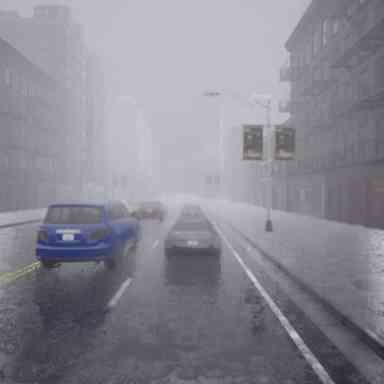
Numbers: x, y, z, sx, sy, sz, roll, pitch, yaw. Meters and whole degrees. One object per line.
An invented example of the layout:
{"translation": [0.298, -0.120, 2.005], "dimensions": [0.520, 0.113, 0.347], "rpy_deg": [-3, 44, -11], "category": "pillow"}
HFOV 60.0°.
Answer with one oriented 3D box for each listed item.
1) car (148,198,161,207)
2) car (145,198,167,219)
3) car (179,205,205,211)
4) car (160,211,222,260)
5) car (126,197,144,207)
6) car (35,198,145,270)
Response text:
{"translation": [-6.567, 1.746, 58.848], "dimensions": [1.812, 1.442, 4.674], "rpy_deg": [0, 0, 1], "category": "car"}
{"translation": [-3.218, 1.482, 27.459], "dimensions": [2.097, 1.767, 4.553], "rpy_deg": [0, 0, 0], "category": "car"}
{"translation": [0.014, 1.671, 25.420], "dimensions": [2.033, 1.411, 5.357], "rpy_deg": [0, 0, 0], "category": "car"}
{"translation": [0.042, 1.628, 12.787], "dimensions": [1.994, 1.385, 4.181], "rpy_deg": [0, 0, 0], "category": "car"}
{"translation": [-9.829, 1.708, 57.669], "dimensions": [2.128, 1.511, 4.902], "rpy_deg": [0, 0, 1], "category": "car"}
{"translation": [-3.222, 1.280, 11.399], "dimensions": [2.150, 2.045, 5.566], "rpy_deg": [0, 0, 0], "category": "car"}
